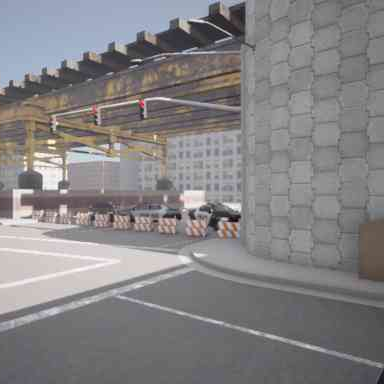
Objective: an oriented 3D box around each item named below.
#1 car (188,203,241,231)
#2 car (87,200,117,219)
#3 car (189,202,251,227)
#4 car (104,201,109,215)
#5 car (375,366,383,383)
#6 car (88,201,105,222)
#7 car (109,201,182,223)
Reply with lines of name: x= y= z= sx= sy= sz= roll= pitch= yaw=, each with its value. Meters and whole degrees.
car: x=1.582 y=1.456 z=20.624 sx=2.038 sy=1.542 sz=4.974 roll=0 pitch=0 yaw=-25
car: x=-6.898 y=1.301 z=26.003 sx=1.853 sy=1.218 sz=4.536 roll=0 pitch=0 yaw=-10
car: x=1.560 y=1.298 z=20.671 sx=1.853 sy=1.218 sz=4.536 roll=0 pitch=0 yaw=-25
car: x=-3.191 y=1.457 z=23.203 sx=4.974 sy=1.542 sz=2.038 roll=0 pitch=0 yaw=0
car: x=3.477 y=1.600 z=1.492 sx=4.718 sy=1.301 sz=1.895 roll=0 pitch=0 yaw=36
car: x=-6.889 y=1.459 z=25.952 sx=2.038 sy=1.542 sz=4.974 roll=0 pitch=0 yaw=-10
car: x=-3.139 y=1.300 z=23.203 sx=4.536 sy=1.218 sz=1.853 roll=0 pitch=0 yaw=0
